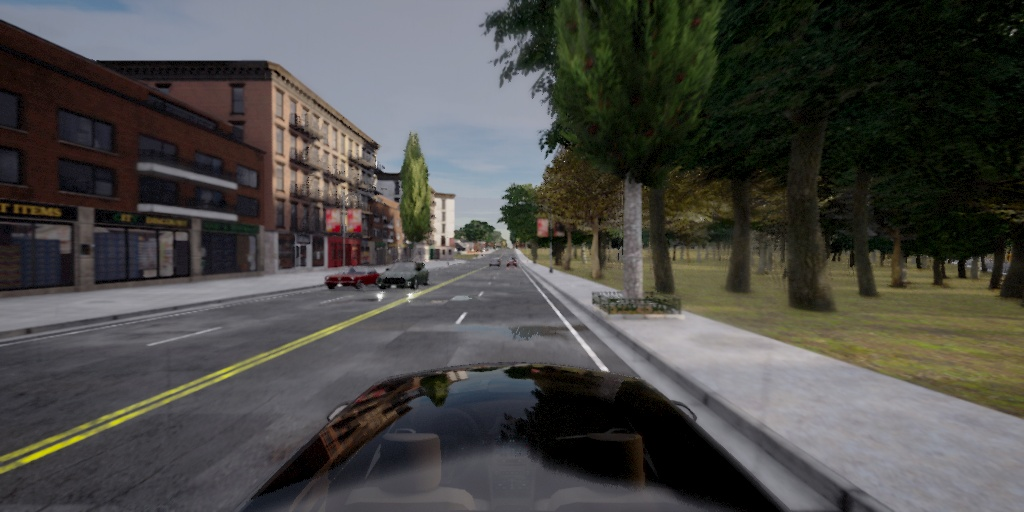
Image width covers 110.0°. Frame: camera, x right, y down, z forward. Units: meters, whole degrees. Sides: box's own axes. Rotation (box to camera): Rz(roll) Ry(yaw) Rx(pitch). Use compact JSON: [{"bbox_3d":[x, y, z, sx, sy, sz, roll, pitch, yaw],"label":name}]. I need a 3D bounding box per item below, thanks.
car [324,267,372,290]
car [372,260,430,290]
[{"bbox_3d":[-9.787,1.358,22.588,1.895,1.301,4.718,0,0,1],"label":"car"},{"bbox_3d":[-6.542,1.108,22.129,2.097,1.767,4.553,0,0,1],"label":"car"}]
